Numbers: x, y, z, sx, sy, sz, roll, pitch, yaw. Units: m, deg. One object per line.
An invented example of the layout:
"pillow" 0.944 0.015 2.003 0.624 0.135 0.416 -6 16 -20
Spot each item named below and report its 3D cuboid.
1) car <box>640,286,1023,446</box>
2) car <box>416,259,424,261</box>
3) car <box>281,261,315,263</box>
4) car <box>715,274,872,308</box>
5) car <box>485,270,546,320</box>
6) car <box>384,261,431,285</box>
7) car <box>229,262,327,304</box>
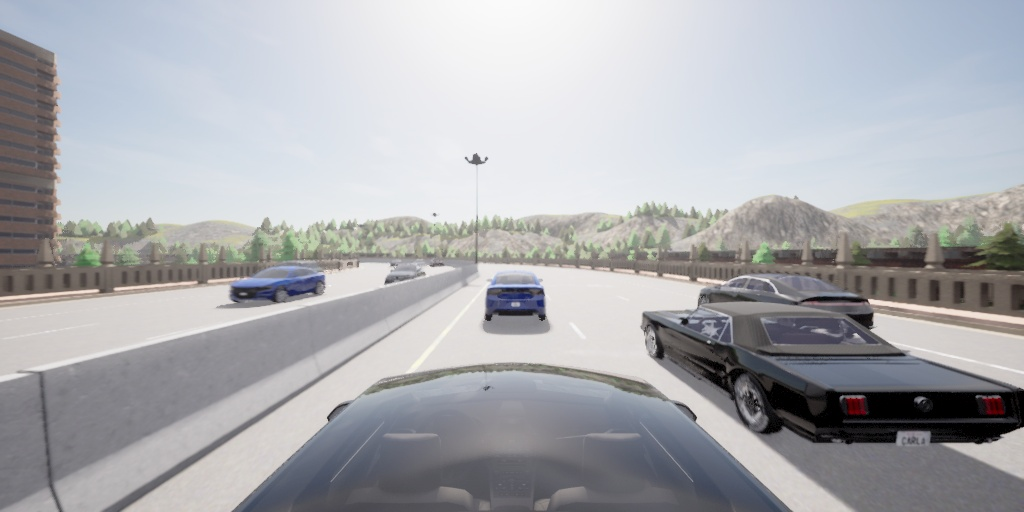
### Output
"car" 3.602 1.351 5.433 1.895 1.301 4.718 0 0 0
"car" -15.183 1.286 59.047 1.812 1.442 4.674 0 0 -17
"car" -14.114 1.107 23.125 2.097 1.767 4.553 0 0 0
"car" 7.104 1.242 10.020 2.128 1.511 4.902 0 0 0
"car" 0.107 1.229 12.694 1.882 1.535 5.008 0 0 0
"car" -7.106 1.280 24.408 1.812 1.442 4.674 0 0 -1
"car" -10.597 1.231 16.640 1.882 1.535 5.008 0 0 0
